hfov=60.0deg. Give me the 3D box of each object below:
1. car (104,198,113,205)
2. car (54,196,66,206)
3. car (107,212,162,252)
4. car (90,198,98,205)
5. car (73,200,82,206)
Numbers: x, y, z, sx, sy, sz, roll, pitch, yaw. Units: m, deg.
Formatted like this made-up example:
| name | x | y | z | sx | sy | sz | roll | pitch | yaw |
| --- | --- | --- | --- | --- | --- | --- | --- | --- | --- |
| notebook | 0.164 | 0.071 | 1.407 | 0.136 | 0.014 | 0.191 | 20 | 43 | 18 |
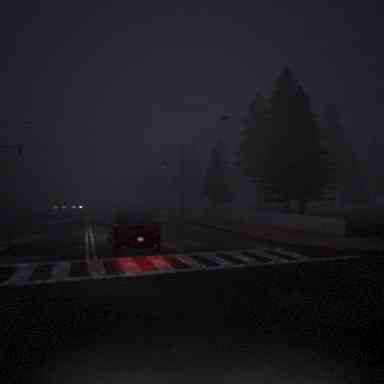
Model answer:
| name | x | y | z | sx | sy | sz | roll | pitch | yaw |
| --- | --- | --- | --- | --- | --- | --- | --- | --- | --- |
| car | -20.464 | 2.308 | 81.599 | 2.128 | 1.511 | 4.902 | 0 | -1 | -18 |
| car | -28.259 | 1.955 | 71.530 | 2.150 | 2.045 | 5.566 | 0 | -1 | -18 |
| car | -2.672 | 1.623 | 14.761 | 1.882 | 1.535 | 5.008 | 0 | 0 | -18 |
| car | -23.797 | 2.257 | 80.529 | 1.882 | 1.535 | 5.008 | 0 | -1 | -18 |
| car | -24.871 | 2.327 | 72.426 | 1.895 | 1.301 | 4.718 | 0 | -1 | -18 |
